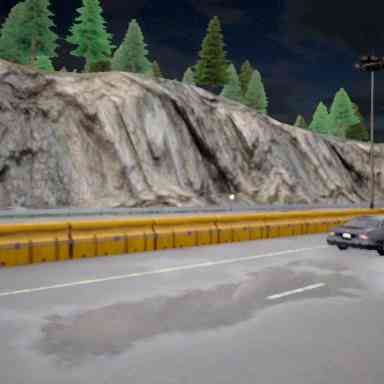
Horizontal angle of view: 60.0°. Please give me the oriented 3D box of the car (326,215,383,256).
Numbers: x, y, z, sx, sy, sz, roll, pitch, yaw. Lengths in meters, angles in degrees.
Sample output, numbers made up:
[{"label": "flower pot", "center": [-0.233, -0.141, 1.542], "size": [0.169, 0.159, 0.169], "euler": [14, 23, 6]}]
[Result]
[{"label": "car", "center": [7.746, 1.680, 13.777], "size": [5.357, 1.411, 2.033], "euler": [1, 0, -36]}]
